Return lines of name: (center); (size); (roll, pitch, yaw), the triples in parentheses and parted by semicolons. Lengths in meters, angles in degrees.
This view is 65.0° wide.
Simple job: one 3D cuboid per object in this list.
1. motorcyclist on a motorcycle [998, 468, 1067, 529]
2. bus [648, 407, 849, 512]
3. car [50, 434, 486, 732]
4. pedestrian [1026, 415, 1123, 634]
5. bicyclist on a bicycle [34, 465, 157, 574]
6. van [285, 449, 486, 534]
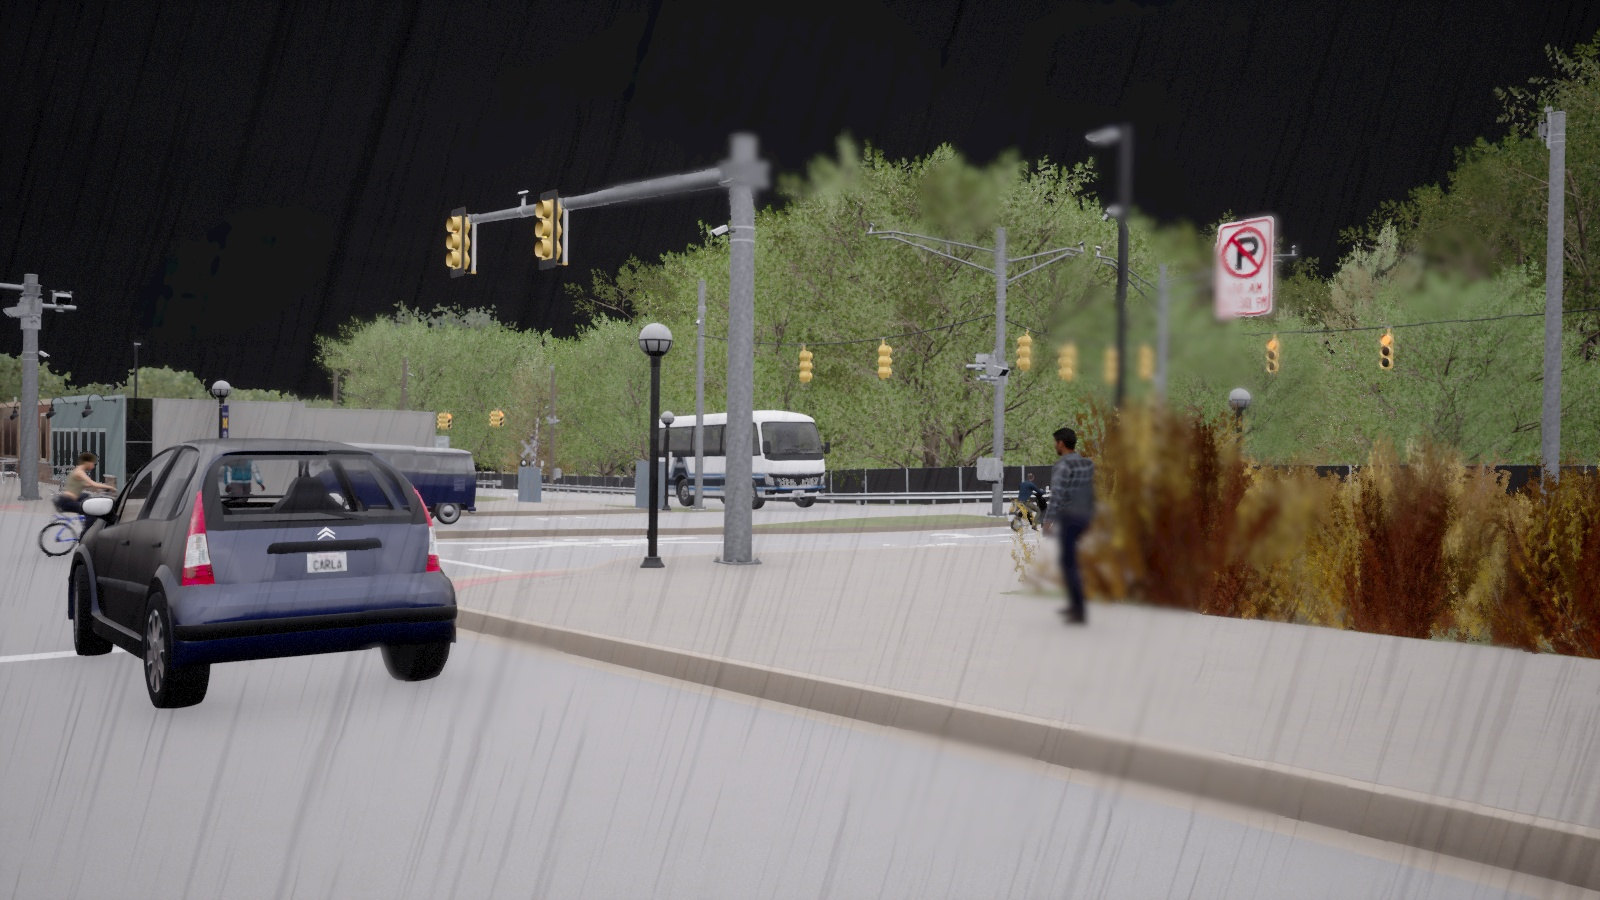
motorcyclist on a motorcycle: (6.381, 1.320, 34.445); (1.817, 1.590, 0.866); (-1, 0, -39)
bus: (-2.557, 0.480, 56.288); (3.944, 4.253, 10.273); (-1, -1, -35)
car: (-3.969, 0.761, 8.959); (1.851, 1.617, 3.988); (-1, -1, -38)
pedestrian: (2.530, 0.658, 11.624); (0.423, 1.949, 0.788); (-1, 1, -39)
bicyclist on a bicycle: (-11.032, 1.049, 19.688); (1.509, 1.612, 0.866); (0, 0, -44)
van: (-10.428, 1.056, 31.788); (4.442, 1.987, 1.775); (2, -2, -41)
